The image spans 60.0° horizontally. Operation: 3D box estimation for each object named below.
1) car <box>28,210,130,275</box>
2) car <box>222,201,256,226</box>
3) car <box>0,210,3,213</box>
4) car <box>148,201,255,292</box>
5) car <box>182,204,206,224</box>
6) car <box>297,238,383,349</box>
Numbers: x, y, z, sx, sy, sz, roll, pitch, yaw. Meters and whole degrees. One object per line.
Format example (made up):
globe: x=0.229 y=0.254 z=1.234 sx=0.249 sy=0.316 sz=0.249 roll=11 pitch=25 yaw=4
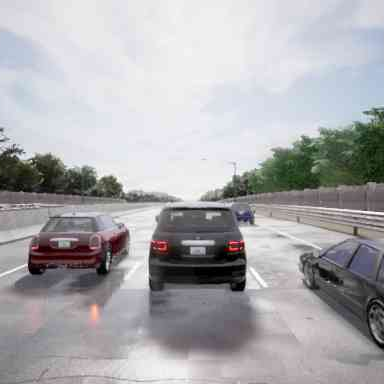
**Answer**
car: x=-3.367 y=1.408 z=10.805 sx=2.097 sy=1.767 sz=4.553 roll=0 pitch=-1 yaw=-1
car: x=3.673 y=1.651 z=26.939 sx=2.097 sy=1.767 sz=4.553 roll=0 pitch=-1 yaw=0
car: x=-14.040 y=1.808 z=22.280 sx=1.895 sy=1.301 sz=4.718 roll=0 pitch=-1 yaw=0
car: x=0.125 y=1.264 z=9.208 sx=2.150 sy=2.045 sz=5.566 roll=0 pitch=0 yaw=0
car: x=0.178 y=1.807 z=28.384 sx=1.882 sy=1.535 sz=5.008 roll=0 pitch=-1 yaw=0
car: x=3.612 y=1.569 z=6.156 sx=2.033 sy=1.411 sz=5.357 roll=0 pitch=0 yaw=1
